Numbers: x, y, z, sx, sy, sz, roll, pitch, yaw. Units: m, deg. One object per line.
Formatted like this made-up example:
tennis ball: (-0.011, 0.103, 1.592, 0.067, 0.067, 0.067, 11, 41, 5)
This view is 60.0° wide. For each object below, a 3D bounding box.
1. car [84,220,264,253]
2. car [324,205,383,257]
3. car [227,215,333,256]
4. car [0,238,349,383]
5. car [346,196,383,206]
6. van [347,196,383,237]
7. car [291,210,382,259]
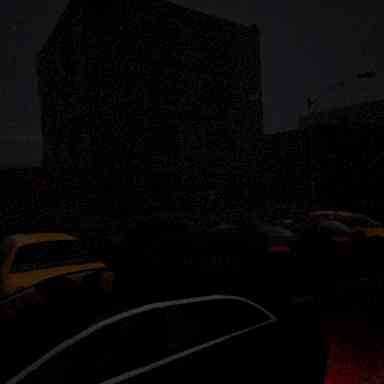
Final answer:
car: (-0.806, 1.499, 8.394, 2.163, 1.488, 4.792, 0, 0, -36)
car: (6.101, 1.442, 13.129, 1.946, 1.575, 5.366, 0, 0, -36)
car: (1.450, 1.501, 10.035, 2.002, 1.452, 4.674, 0, 0, -35)
car: (-0.856, 1.491, 2.763, 4.902, 1.511, 2.128, 0, 0, -35)
car: (8.147, 1.186, 14.851, 2.435, 2.045, 5.566, 0, 0, -36)
van: (10.368, 1.204, 16.544, 1.878, 1.987, 4.442, 0, 0, -36)
car: (3.621, 1.494, 11.584, 2.002, 1.452, 4.674, 0, 0, -36)
